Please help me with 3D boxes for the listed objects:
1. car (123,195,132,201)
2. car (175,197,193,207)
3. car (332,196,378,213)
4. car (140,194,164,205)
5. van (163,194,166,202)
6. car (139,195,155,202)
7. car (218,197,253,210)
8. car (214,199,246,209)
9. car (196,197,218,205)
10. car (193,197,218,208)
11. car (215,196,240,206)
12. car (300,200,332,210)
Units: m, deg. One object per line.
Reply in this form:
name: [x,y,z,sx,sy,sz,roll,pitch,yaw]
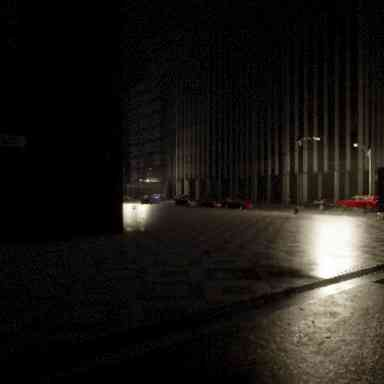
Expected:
car: [-17.498,1.520,88.568,1.752,1.417,4.829,1,0,-35]
car: [-0.836,1.490,51.580,1.967,1.590,4.097,0,0,-36]
car: [19.426,1.392,38.459,2.192,1.841,5.009,0,0,-36]
car: [-7.528,1.591,60.659,2.008,1.369,4.403,0,0,-36]
van: [-7.343,1.378,74.779,1.690,1.788,3.998,0,0,-36]
car: [-10.791,1.550,79.458,1.752,1.417,4.829,0,0,-36]
car: [5.855,1.602,42.501,1.887,1.381,4.507,0,0,-36]
car: [5.330,1.659,47.573,1.895,1.301,4.718,0,0,-36]
car: [2.694,1.641,61.159,1.802,1.307,4.206,0,0,-36]
car: [2.509,1.635,47.040,1.802,1.307,4.206,0,0,-36]
car: [6.042,1.503,56.618,1.967,1.590,4.097,0,0,-36]
car: [16.080,1.639,42.999,1.947,1.339,4.313,0,0,-36]
